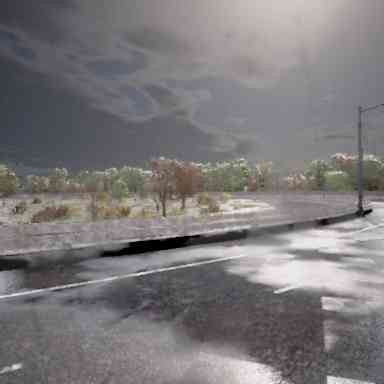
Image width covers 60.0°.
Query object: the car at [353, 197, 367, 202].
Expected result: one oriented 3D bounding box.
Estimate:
[{"bbox_3d":[39.713,1.794,78.440,2.033,1.411,5.357,0,0,5],"label":"car"}]
